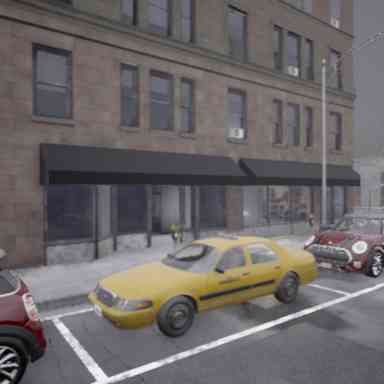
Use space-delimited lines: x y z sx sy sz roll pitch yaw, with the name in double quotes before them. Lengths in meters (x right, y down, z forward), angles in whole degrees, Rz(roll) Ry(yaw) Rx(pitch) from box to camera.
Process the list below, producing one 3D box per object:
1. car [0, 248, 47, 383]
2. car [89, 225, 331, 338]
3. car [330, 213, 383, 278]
"car" -3.845 1.449 3.444 4.097 1.590 1.967 0 0 -36
"car" 0.507 1.500 6.553 4.829 1.417 1.752 0 0 -36
"car" 5.136 1.379 9.860 4.097 1.590 1.967 0 0 -36
